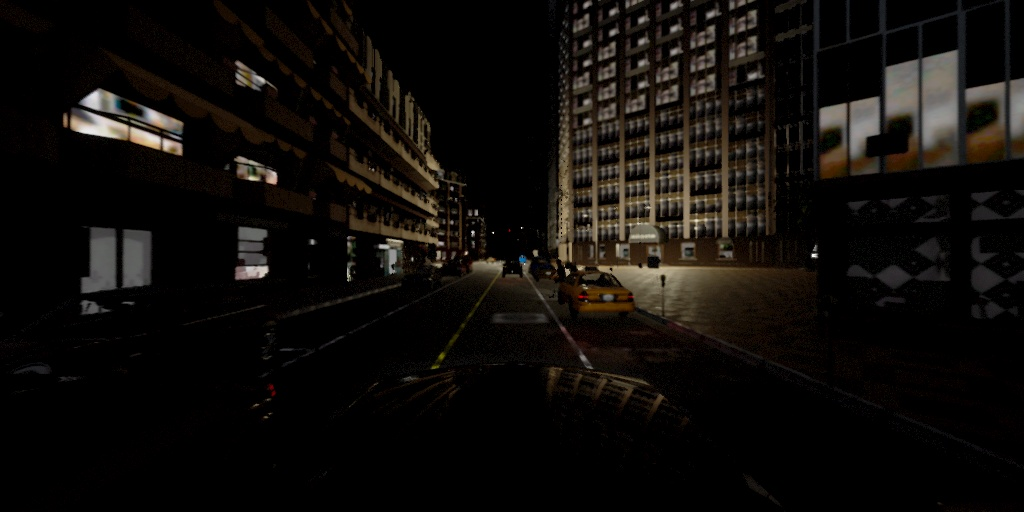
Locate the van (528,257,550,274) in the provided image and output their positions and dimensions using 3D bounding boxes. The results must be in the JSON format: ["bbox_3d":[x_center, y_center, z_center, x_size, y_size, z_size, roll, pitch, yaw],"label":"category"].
[{"bbox_3d":[2.571,0.956,32.693,1.690,1.789,3.998,0,0,0],"label":"van"}]

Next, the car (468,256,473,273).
[{"bbox_3d":[-5.308,0.910,38.225,2.192,1.841,5.009,0,0,0],"label":"car"}]

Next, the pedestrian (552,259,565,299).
[{"bbox_3d":[2.081,0.979,15.812,0.375,1.860,0.375,0,0,0],"label":"pedestrian"}]

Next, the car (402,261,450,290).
[{"bbox_3d":[-5.311,1.210,21.619,2.007,1.370,4.403,0,0,0],"label":"car"}]

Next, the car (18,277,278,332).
[{"bbox_3d":[-5.314,1.174,5.010,1.967,1.591,4.097,0,0,0],"label":"car"}]

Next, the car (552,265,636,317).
[{"bbox_3d":[2.752,1.154,12.813,1.801,1.575,5.366,0,0,0],"label":"car"}]

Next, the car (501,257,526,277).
[{"bbox_3d":[0.059,1.106,32.738,2.128,1.511,4.902,0,0,0],"label":"car"}]

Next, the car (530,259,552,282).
[{"bbox_3d":[2.571,1.162,27.330,1.751,1.417,4.829,0,0,0],"label":"car"}]

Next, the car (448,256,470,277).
[{"bbox_3d":[-5.309,1.055,32.689,1.967,1.591,4.097,0,0,0],"label":"car"}]

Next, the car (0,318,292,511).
[{"bbox_3d":[-2.851,1.316,1.305,1.994,1.385,4.181,0,0,0],"label":"car"}]
